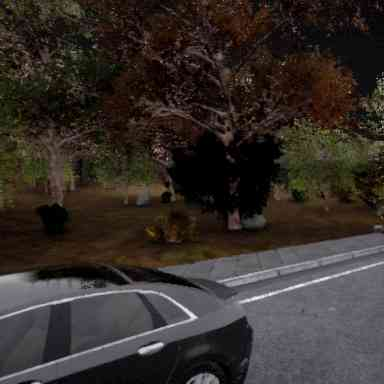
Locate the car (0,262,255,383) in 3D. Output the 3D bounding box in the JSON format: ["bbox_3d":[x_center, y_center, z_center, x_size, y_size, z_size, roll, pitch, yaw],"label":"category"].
[{"bbox_3d":[-1.588,1.517,2.922,4.892,1.490,1.837,0,0,-35],"label":"car"}]
